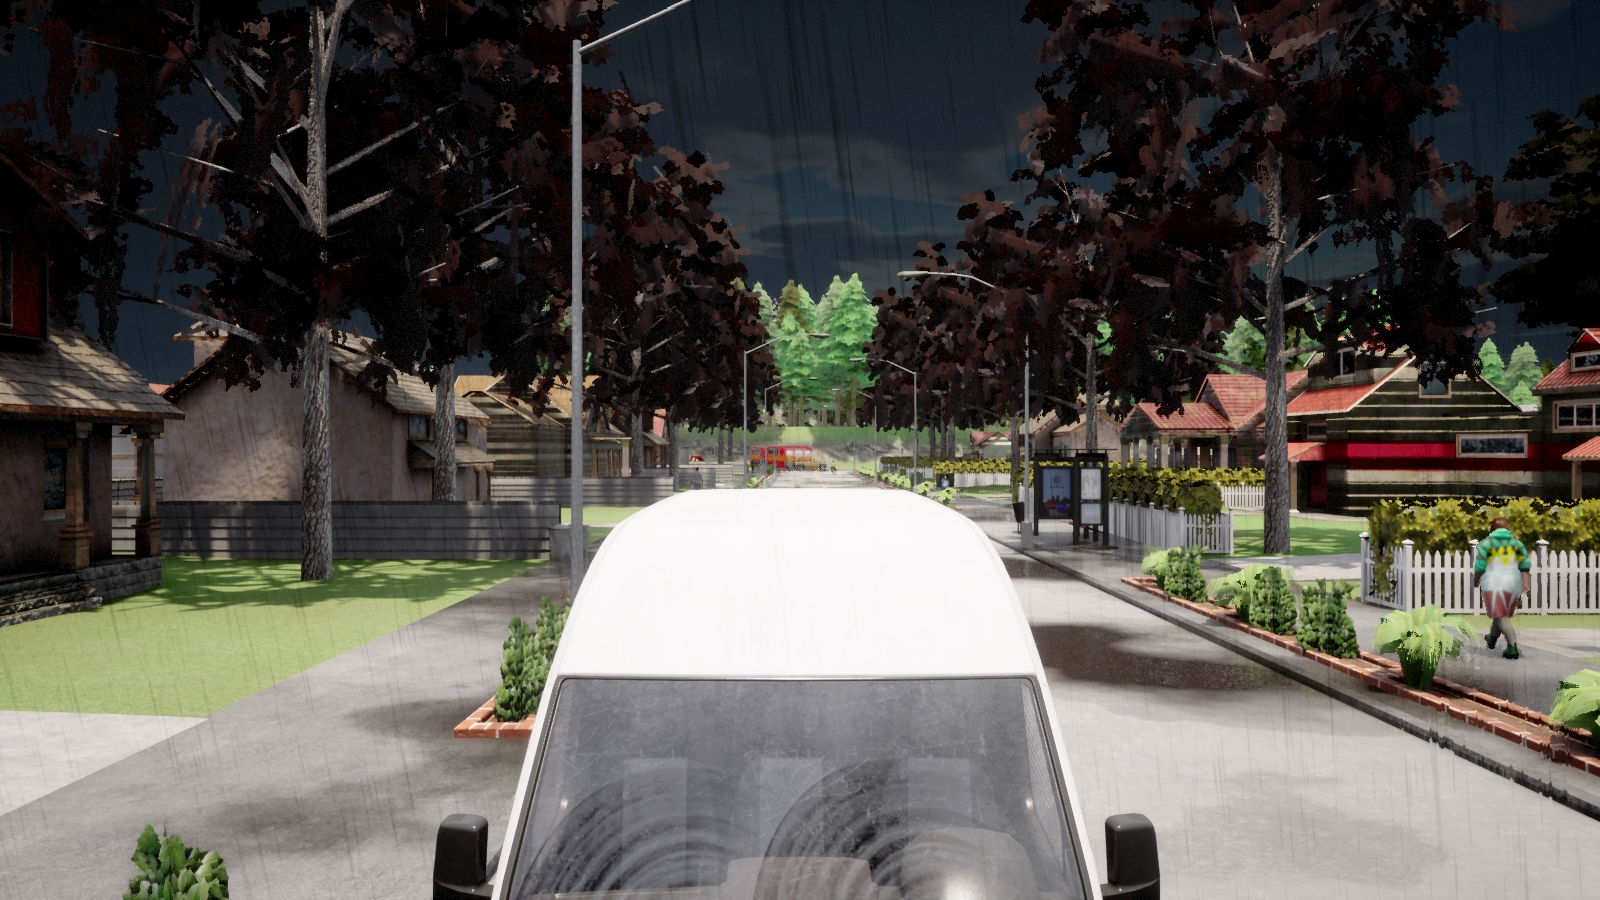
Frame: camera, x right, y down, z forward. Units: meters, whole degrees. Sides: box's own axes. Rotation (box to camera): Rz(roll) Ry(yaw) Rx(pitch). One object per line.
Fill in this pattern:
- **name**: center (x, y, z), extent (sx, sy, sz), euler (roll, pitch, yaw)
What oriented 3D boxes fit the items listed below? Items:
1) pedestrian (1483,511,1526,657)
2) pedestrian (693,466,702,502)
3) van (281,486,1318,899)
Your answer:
- **pedestrian**: center (9.240, 1.744, 14.994), extent (0.375, 1.860, 0.375), euler (0, 0, 12)
- **pedestrian**: center (-5.280, 1.743, 58.909), extent (0.375, 1.860, 0.375), euler (0, 0, 3)
- **van**: center (-0.006, 1.534, 5.149), extent (1.988, 2.561, 5.915), euler (0, 0, 0)
